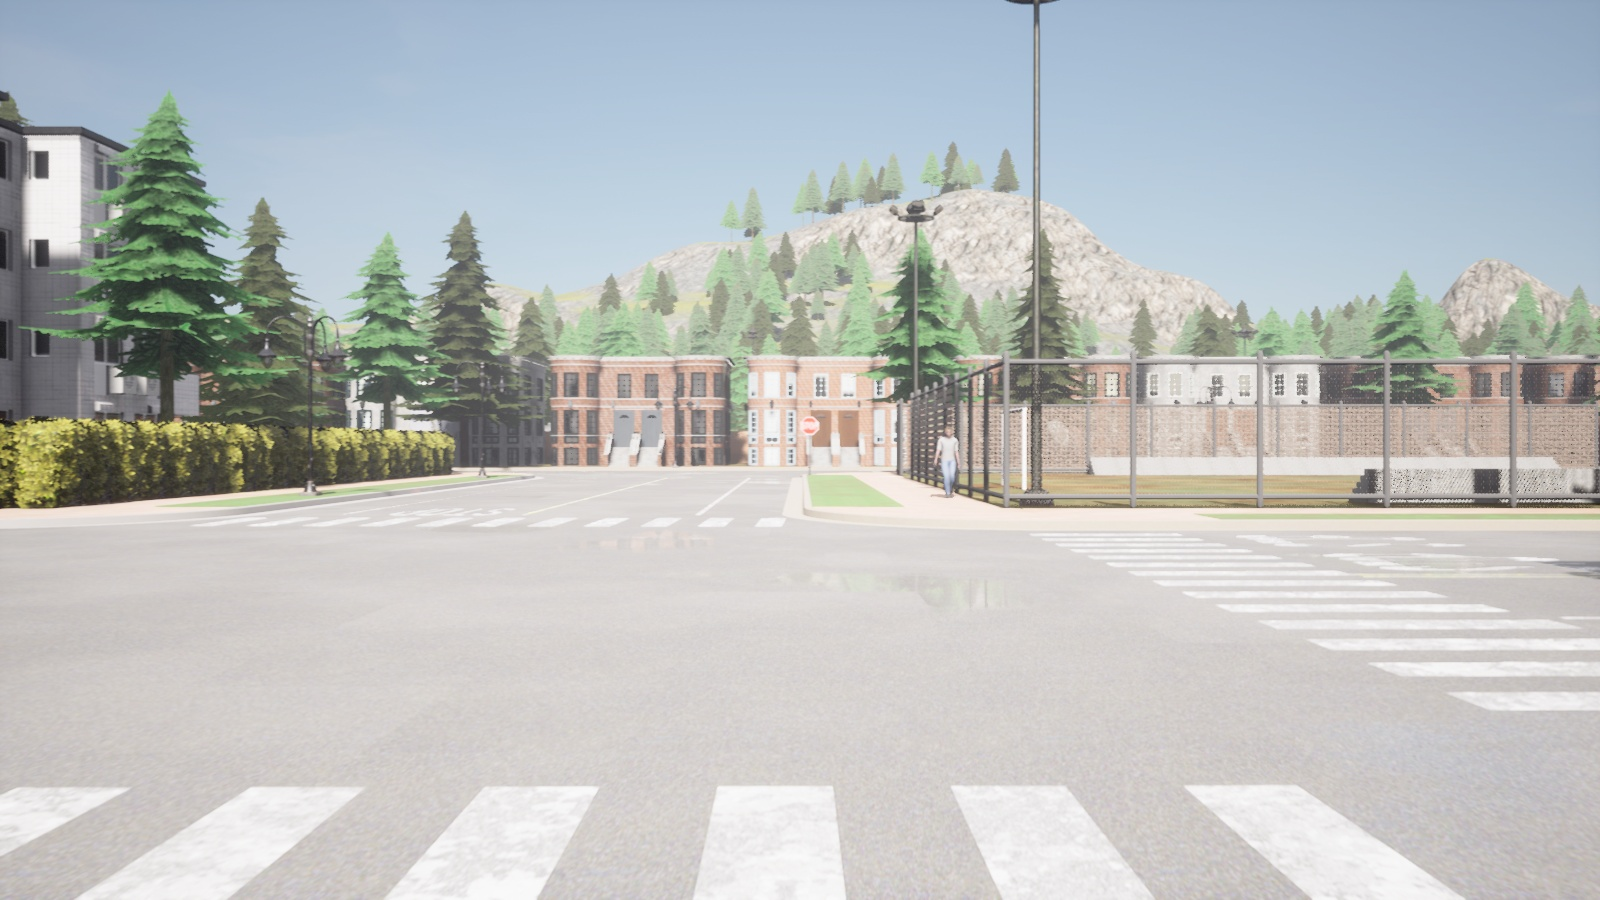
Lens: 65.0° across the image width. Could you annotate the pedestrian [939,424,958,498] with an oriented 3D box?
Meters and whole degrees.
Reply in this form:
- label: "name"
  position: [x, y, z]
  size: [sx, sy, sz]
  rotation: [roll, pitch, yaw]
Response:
- label: "pedestrian"
  position: [3.685, 0.269, 31.207]
  size: [0.354, 1.836, 0.706]
  rotation: [0, 0, -2]
